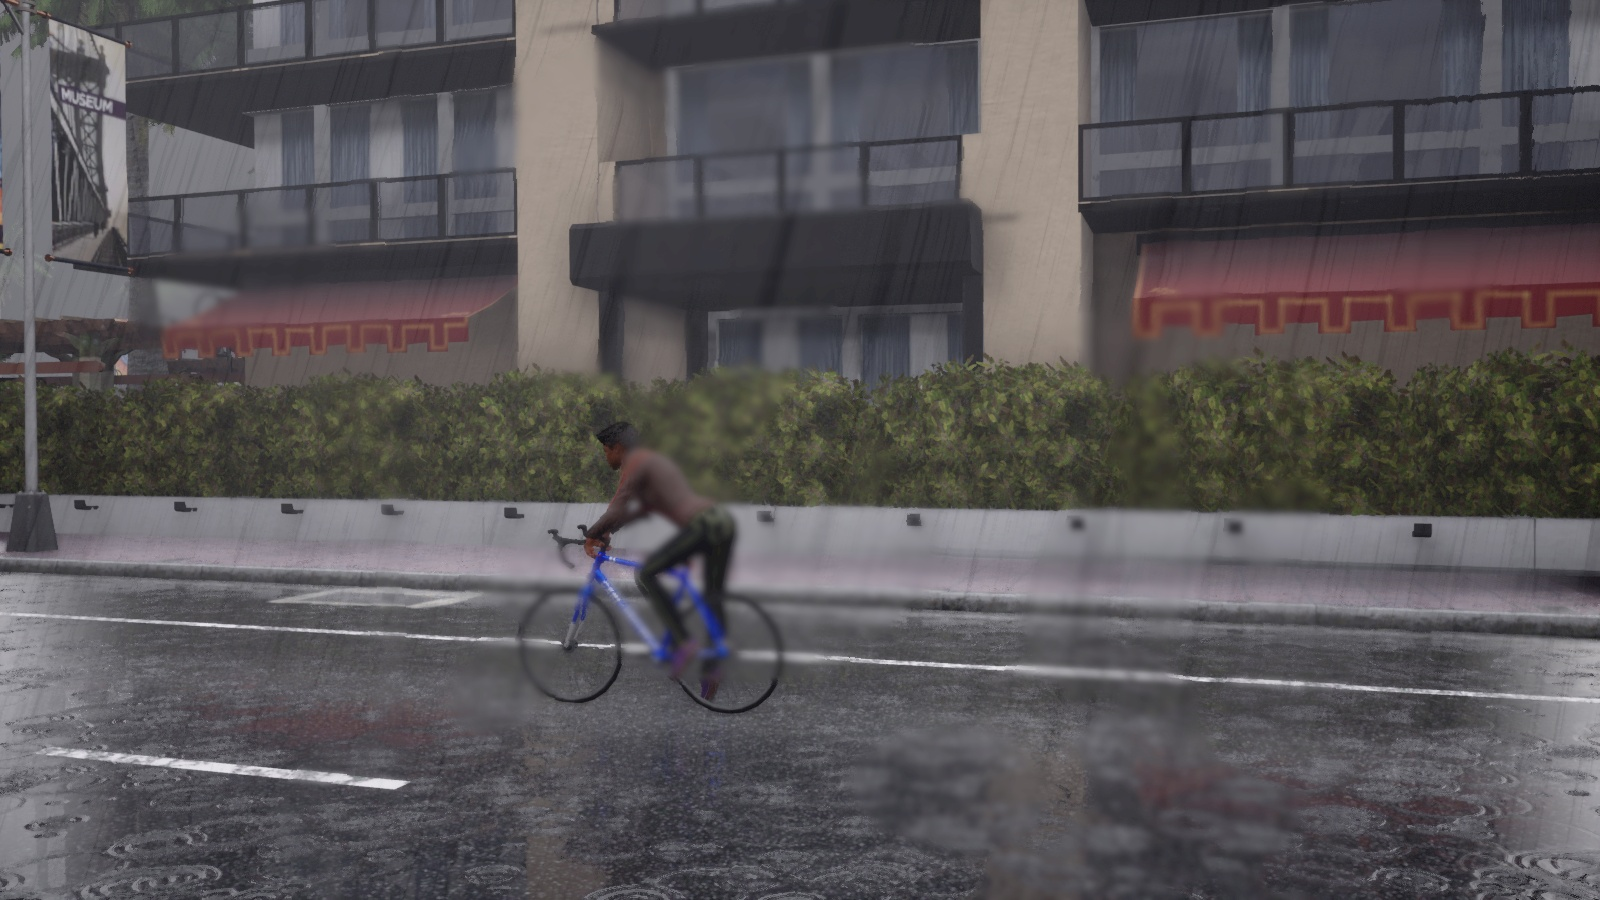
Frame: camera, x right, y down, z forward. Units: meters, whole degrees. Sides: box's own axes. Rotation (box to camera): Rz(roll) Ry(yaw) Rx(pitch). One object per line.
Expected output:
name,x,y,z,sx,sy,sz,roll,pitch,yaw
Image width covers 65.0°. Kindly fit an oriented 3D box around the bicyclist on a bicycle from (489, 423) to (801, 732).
bicyclist on a bicycle,-0.873,0.662,7.111,1.656,1.620,0.582,0,1,18
